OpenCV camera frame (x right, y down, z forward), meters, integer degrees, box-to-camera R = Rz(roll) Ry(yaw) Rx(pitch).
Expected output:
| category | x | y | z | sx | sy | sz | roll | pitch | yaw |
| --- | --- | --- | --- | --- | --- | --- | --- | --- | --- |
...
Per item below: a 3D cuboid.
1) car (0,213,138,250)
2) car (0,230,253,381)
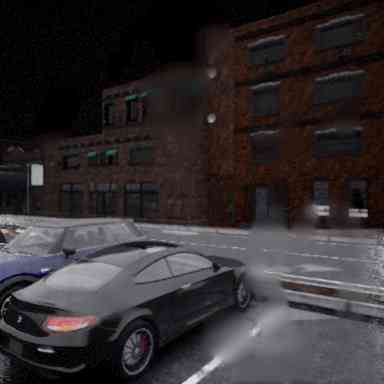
| category | x | y | z | sx | sy | sz | roll | pitch | yaw |
| --- | --- | --- | --- | --- | --- | --- | --- | --- | --- |
| car | -2.883 | 1.415 | 7.242 | 2.185 | 1.767 | 4.553 | -1 | 0 | 36 |
| car | -0.636 | 1.554 | 5.597 | 2.002 | 1.452 | 4.674 | -1 | 0 | 36 |
